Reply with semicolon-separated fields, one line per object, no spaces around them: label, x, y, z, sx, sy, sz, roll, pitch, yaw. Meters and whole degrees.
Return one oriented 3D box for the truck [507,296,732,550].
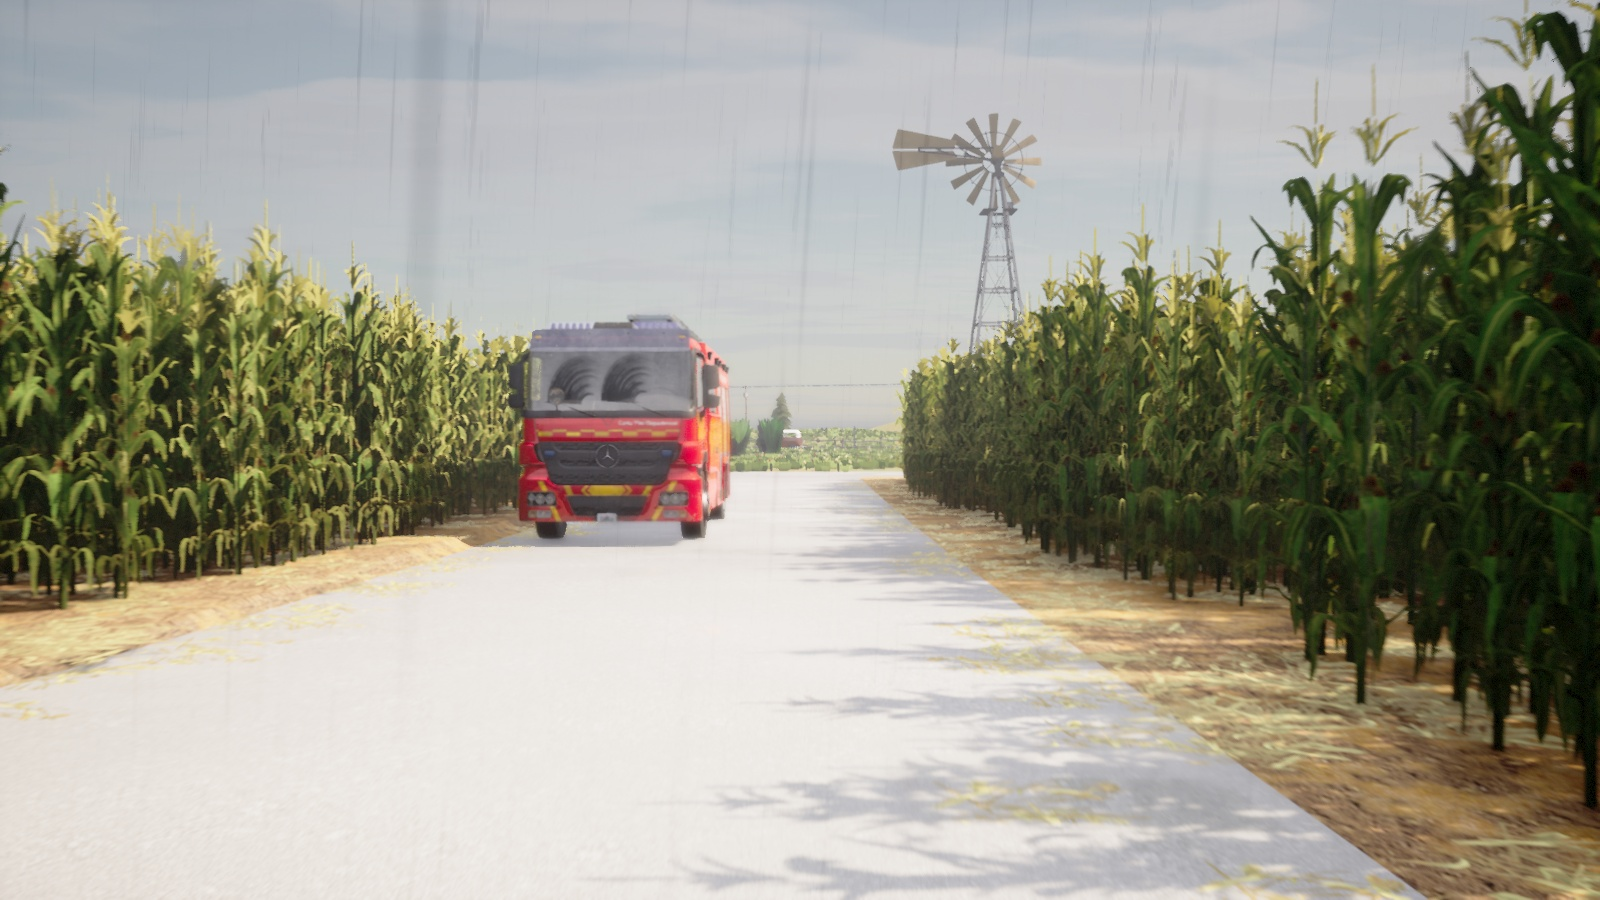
truck;-2.952;-0.445;23.166;2.891;3.827;8.468;0;1;0
